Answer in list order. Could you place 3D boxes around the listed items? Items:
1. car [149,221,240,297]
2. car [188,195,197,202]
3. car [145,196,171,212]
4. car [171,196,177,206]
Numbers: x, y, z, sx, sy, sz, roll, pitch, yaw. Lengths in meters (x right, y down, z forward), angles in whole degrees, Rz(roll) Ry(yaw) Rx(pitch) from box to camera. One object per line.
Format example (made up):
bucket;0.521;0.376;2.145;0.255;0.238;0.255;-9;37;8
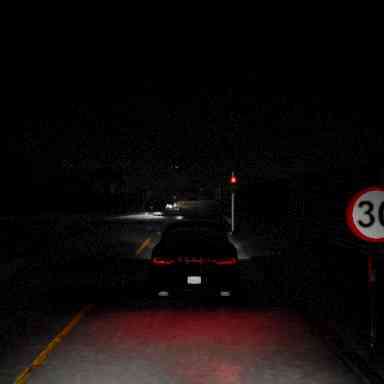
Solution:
car;0.068;1.478;8.629;1.882;1.535;5.008;0;0;1
car;0.135;1.339;71.405;1.812;1.442;4.674;0;0;0
car;-4.210;1.492;38.975;2.128;1.511;4.902;0;0;5
car;-3.986;1.564;54.329;1.994;1.385;4.181;0;0;0
